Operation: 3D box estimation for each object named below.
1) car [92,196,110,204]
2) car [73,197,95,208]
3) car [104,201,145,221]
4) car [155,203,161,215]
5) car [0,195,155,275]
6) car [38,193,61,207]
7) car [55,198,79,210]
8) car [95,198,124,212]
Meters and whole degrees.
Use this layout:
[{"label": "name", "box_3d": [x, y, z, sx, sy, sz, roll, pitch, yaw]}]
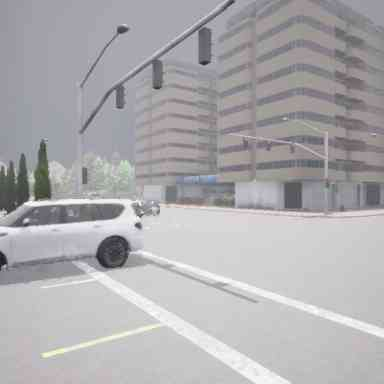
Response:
[{"label": "car", "box_3d": [-17.473, 1.505, 63.787, 1.837, 1.490, 4.892, 0, 0, -34]}, {"label": "car", "box_3d": [-15.962, 1.505, 49.033, 1.837, 1.490, 4.892, 0, 0, -34]}, {"label": "car", "box_3d": [-5.806, 1.564, 28.258, 1.994, 1.385, 4.181, 0, 0, -35]}, {"label": "car", "box_3d": [-4.830, 1.492, 32.982, 2.128, 1.511, 4.902, 0, 0, -35]}, {"label": "car", "box_3d": [-4.112, 1.221, 9.652, 5.566, 2.045, 2.150, 0, 0, -35]}, {"label": "car", "box_3d": [-22.486, 1.221, 52.329, 2.150, 2.045, 5.566, 0, 0, -35]}, {"label": "car", "box_3d": [-16.403, 1.526, 43.524, 1.812, 1.442, 4.674, 0, 0, -35]}, {"label": "car", "box_3d": [-10.075, 1.505, 40.538, 1.837, 1.490, 4.892, 0, 0, -35]}]
